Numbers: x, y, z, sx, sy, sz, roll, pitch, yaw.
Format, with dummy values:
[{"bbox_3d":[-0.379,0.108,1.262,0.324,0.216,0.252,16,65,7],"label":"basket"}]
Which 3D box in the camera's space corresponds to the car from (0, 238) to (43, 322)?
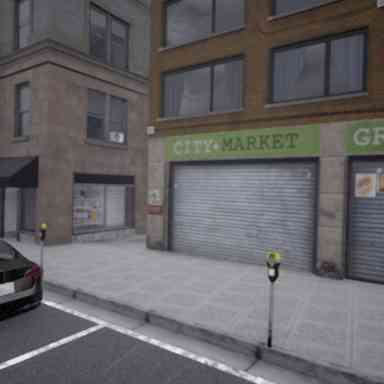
[{"bbox_3d":[-4.498,1.456,6.145,4.313,1.339,1.947,1,1,35],"label":"car"}]
